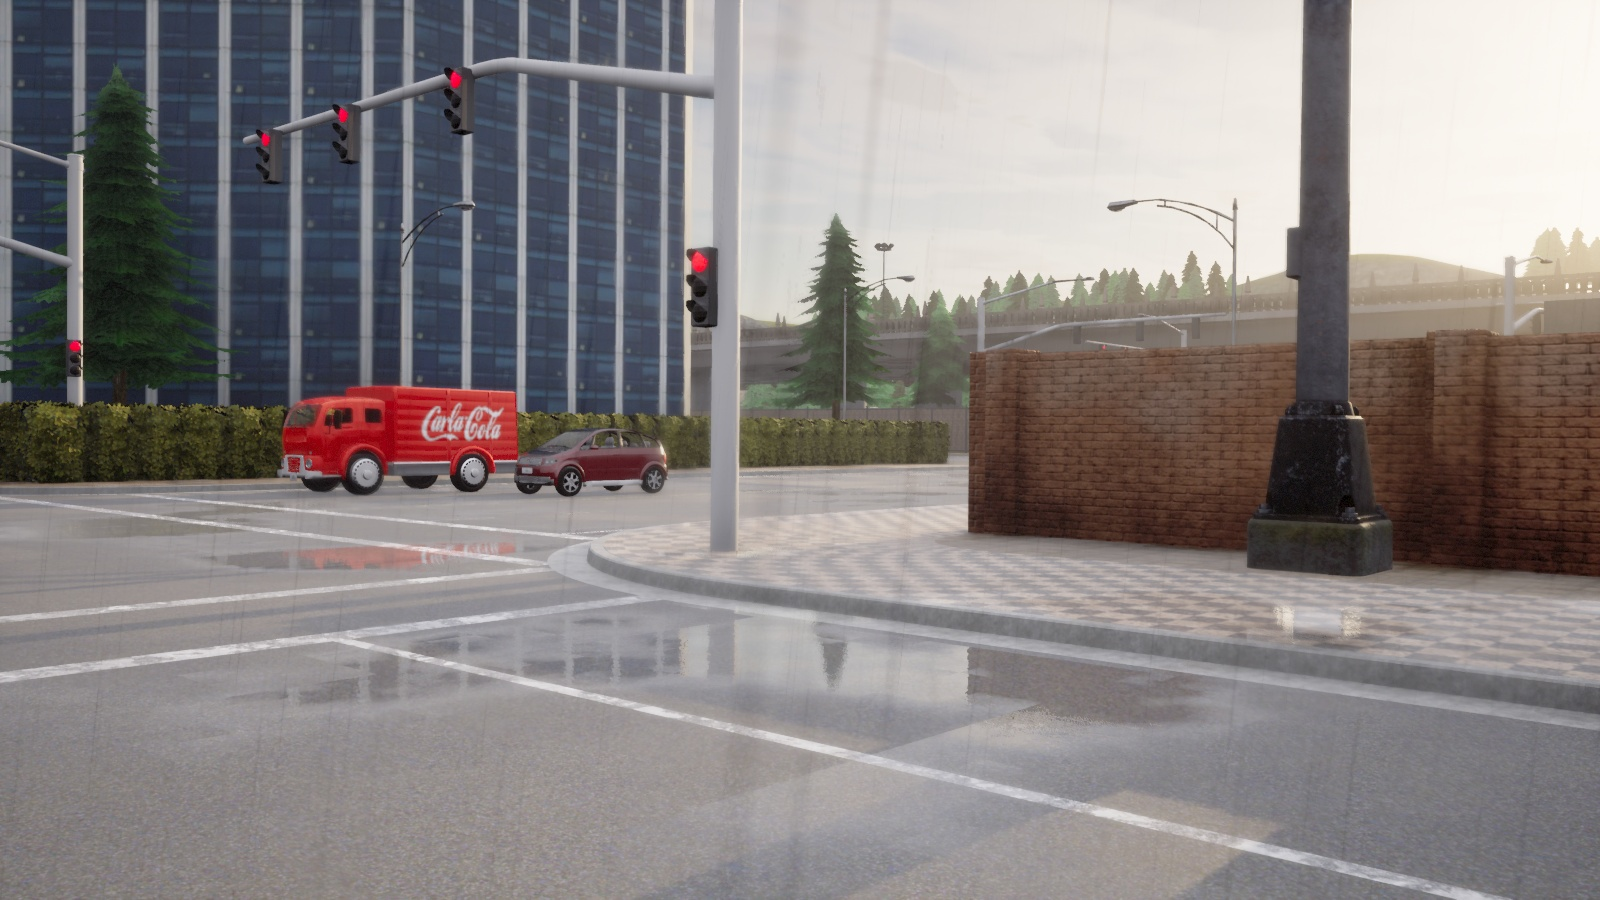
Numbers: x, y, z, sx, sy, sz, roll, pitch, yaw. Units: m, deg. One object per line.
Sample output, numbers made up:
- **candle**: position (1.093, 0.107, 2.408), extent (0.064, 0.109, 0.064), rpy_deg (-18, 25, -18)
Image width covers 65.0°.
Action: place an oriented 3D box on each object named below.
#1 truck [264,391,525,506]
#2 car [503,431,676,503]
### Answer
- **truck**: position (-9.437, -0.074, 29.588), extent (2.627, 2.467, 5.204), rpy_deg (0, 1, 41)
- **car**: position (-4.882, 0.352, 29.483), extent (1.789, 1.549, 3.705), rpy_deg (0, 1, 41)
